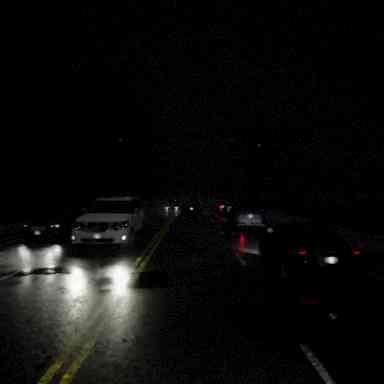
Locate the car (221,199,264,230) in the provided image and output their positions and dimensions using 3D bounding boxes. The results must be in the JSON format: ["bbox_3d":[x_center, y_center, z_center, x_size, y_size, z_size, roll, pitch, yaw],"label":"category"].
[{"bbox_3d":[3.246,1.413,20.761,2.033,1.649,4.856,0,0,0],"label":"car"}]

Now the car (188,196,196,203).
[{"bbox_3d":[-0.010,1.622,74.013,1.837,1.490,4.892,0,0,0],"label":"car"}]

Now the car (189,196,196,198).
[{"bbox_3d":[0.084,1.546,57.733,2.128,1.511,4.902,0,0,0],"label":"car"}]

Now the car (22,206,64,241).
[{"bbox_3d":[-6.603,1.475,16.638,2.128,1.511,4.902,0,0,0],"label":"car"}]

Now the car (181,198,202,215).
[{"bbox_3d":[-0.033,1.551,33.074,1.994,1.385,4.181,0,0,0],"label":"car"}]

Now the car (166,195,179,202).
[{"bbox_3d":[-3.258,1.266,56.091,1.837,1.490,4.892,0,0,0],"label":"car"}]

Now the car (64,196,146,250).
[{"bbox_3d":[-3.353,1.206,14.503,2.150,2.045,5.566,0,0,0],"label":"car"}]

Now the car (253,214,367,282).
[{"bbox_3d":[3.248,1.553,9.760,1.994,1.385,4.181,0,0,0],"label":"car"}]

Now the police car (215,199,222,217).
[{"bbox_3d":[3.245,1.491,31.763,2.038,1.542,4.974,0,0,0],"label":"police car"}]
